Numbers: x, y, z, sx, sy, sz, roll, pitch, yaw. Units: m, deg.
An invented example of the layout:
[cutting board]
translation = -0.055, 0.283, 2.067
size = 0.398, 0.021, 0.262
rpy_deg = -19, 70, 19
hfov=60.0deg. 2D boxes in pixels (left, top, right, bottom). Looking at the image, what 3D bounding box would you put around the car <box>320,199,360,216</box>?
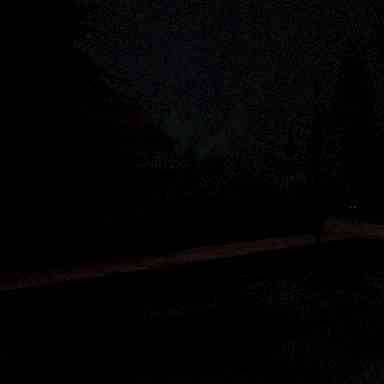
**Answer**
[car]
translation = 12.359, 1.364, 30.357
size = 2.033, 1.411, 5.357
rpy_deg = 0, 0, -37
